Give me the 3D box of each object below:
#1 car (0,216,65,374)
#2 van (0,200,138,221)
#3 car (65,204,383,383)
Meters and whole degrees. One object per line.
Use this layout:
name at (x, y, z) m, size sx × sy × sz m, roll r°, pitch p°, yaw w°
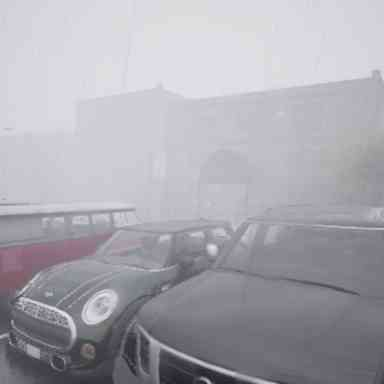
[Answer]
car at (-0.636, 1.345, 5.890) m, size 2.185 × 1.767 × 4.553 m, roll 0°, pitch 0°, yaw 35°
van at (-2.870, 1.242, 7.586) m, size 1.878 × 1.987 × 4.442 m, roll 0°, pitch 0°, yaw 35°
car at (1.610, 1.227, 4.215) m, size 2.435 × 2.045 × 5.566 m, roll 0°, pitch 0°, yaw 36°
